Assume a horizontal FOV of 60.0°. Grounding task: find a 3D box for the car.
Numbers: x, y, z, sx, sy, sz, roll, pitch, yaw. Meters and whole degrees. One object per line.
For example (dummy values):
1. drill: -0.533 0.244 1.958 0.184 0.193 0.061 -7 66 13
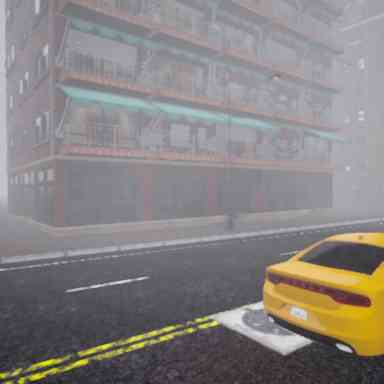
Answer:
1. car: 3.455 1.476 5.973 5.008 1.535 1.882 0 0 -36
